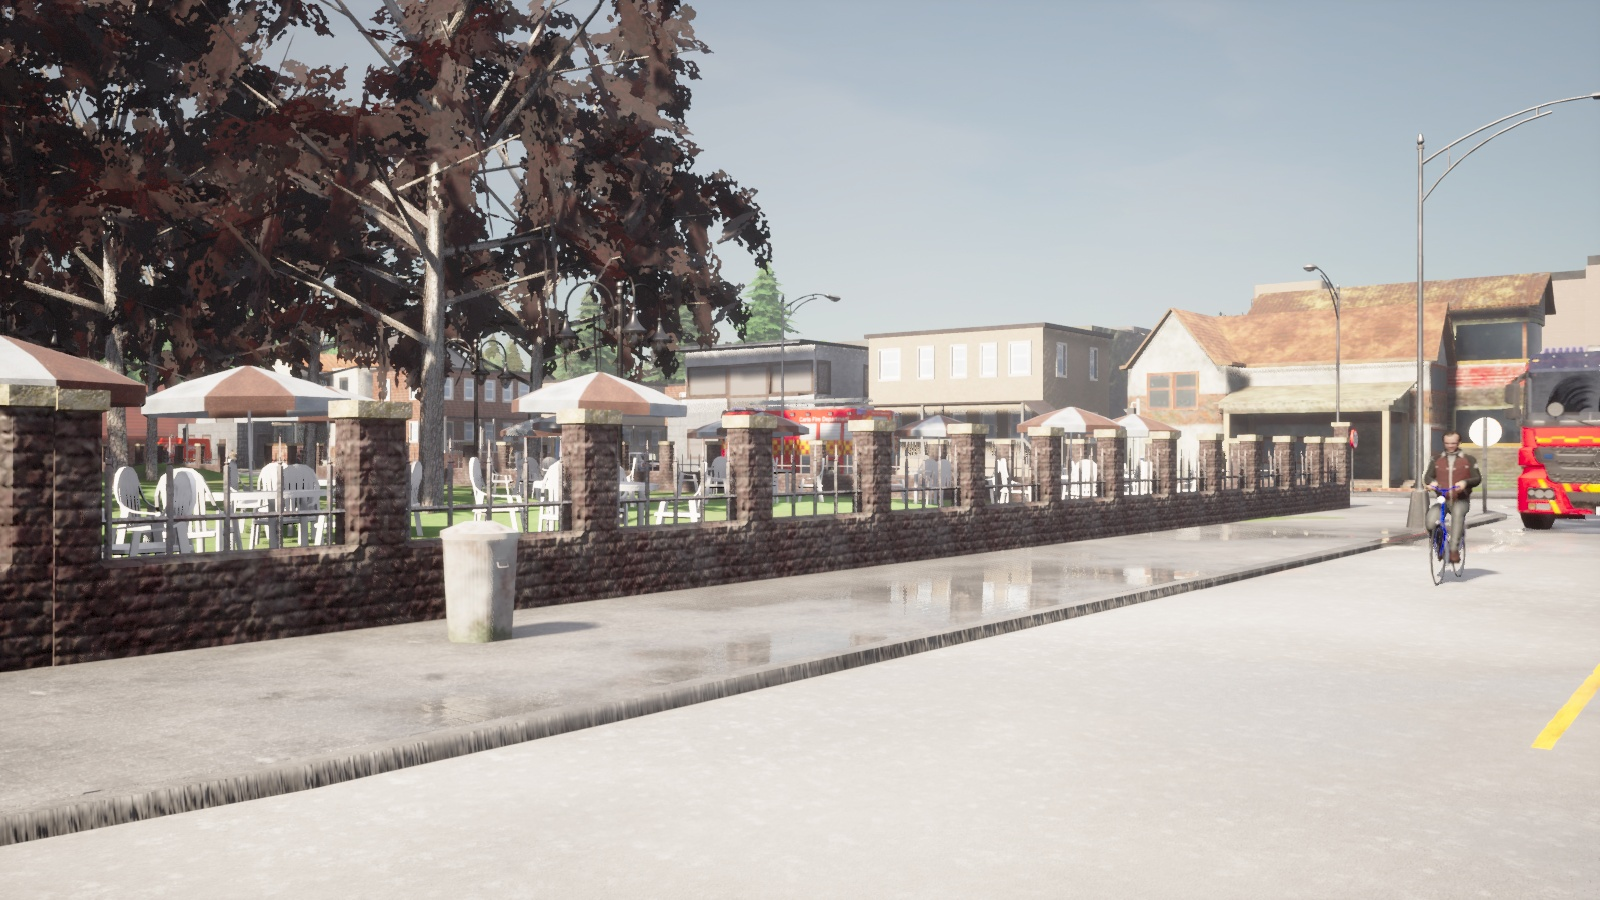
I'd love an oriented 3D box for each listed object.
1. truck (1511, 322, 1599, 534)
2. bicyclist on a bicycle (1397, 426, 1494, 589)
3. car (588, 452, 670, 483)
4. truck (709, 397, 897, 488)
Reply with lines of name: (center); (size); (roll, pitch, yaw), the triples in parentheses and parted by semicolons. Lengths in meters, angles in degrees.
truck: (16.913, -0.395, 26.068); (2.891, 3.827, 8.468); (0, 0, 35)
bicyclist on a bicycle: (7.519, 0.631, 14.586); (0.659, 1.776, 1.843); (0, 0, 38)
car: (-8.611, 0.853, 63.137); (3.806, 1.475, 1.970); (0, 0, 39)
truck: (0.027, -0.305, 56.337); (8.468, 3.827, 2.891); (0, 0, 38)
